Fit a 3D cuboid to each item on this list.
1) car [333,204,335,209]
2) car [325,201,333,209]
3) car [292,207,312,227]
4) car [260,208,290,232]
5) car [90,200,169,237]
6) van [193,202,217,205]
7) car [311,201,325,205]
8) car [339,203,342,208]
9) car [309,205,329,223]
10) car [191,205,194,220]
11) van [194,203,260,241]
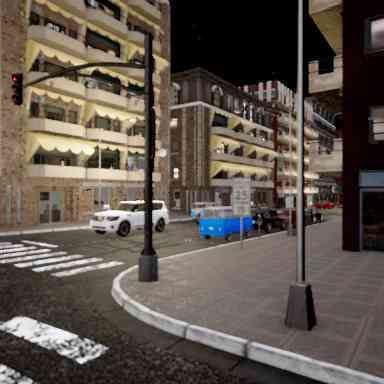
[{"bbox_3d":[30.255,3.071,73.494,1.887,1.381,4.507,-1,-2,35],"label":"car"},{"bbox_3d":[27.056,2.735,68.976,2.192,1.841,5.009,-1,-2,35],"label":"car"},{"bbox_3d":[8.326,2.161,28.006,1.802,1.307,4.206,-1,-2,35],"label":"car"},{"bbox_3d":[5.129,2.038,23.484,1.947,1.339,4.313,-1,-2,35],"label":"car"},{"bbox_3d":[-3.716,1.548,20.960,2.150,2.045,5.566,0,-1,34],"label":"car"},{"bbox_3d":[1.479,1.909,32.788,1.690,1.788,3.998,-1,-2,35],"label":"van"},{"bbox_3d":[23.860,2.896,64.446,1.802,1.307,4.206,-1,-2,35],"label":"car"},{"bbox_3d":[39.750,3.382,86.929,1.752,1.417,4.829,-1,-2,35],"label":"car"},{"bbox_3d":[11.523,2.236,32.531,2.008,1.369,4.403,-1,-2,35],"label":"car"},{"bbox_3d":[2.008,2.081,29.018,1.994,1.385,4.181,0,-1,35],"label":"car"},{"bbox_3d":[2.069,1.707,18.867,1.690,1.788,3.998,-1,-2,35],"label":"van"}]
